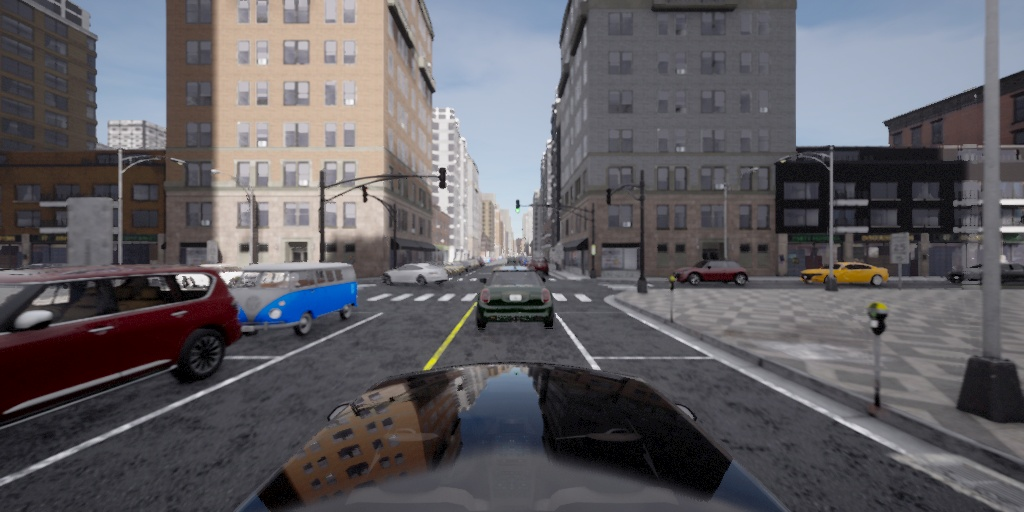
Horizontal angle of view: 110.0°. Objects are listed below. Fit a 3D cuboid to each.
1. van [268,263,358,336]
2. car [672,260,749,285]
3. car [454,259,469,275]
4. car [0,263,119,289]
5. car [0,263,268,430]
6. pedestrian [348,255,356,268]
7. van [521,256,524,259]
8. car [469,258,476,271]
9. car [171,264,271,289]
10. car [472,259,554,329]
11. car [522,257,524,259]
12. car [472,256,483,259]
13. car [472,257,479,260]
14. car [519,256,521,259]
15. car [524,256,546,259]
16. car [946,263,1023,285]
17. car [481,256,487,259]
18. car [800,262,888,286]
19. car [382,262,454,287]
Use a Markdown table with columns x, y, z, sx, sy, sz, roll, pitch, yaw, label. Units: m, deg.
| x | y | z | sx | sy | sz | roll | pitch | yaw | label |
| --- | --- | --- | --- | --- | --- | --- | --- | --- | --- |
| -5.857 | 1.083 | 10.060 | 1.690 | 1.789 | 3.998 | 0 | 0 | 0 | van |
| 13.460 | 1.045 | 24.599 | 4.553 | 1.767 | 2.097 | 0 | 0 | 1 | car |
| -5.856 | 1.190 | 36.908 | 1.751 | 1.417 | 4.829 | 0 | 0 | 0 | car |
| -27.752 | 1.188 | 22.024 | 4.902 | 1.511 | 2.128 | 0 | 0 | 1 | car |
| -5.858 | 1.063 | 4.419 | 2.192 | 1.841 | 5.009 | 0 | 0 | 0 | car |
| -12.550 | 0.829 | 28.026 | 0.375 | 1.860 | 0.375 | 0 | 0 | 1 | pedestrian |
| 2.670 | 0.948 | 54.021 | 1.690 | 1.789 | 3.998 | 0 | 0 | 0 | van |
| -5.856 | 1.212 | 42.733 | 1.948 | 1.339 | 4.313 | 0 | 0 | 0 | car |
| -17.629 | 1.221 | 21.866 | 4.674 | 1.442 | 1.812 | 0 | 0 | 1 | car |
| 0.028 | 1.092 | 11.399 | 2.097 | 1.767 | 4.553 | 0 | 0 | -2 | car |
| 2.670 | 1.172 | 48.363 | 1.888 | 1.381 | 4.507 | 0 | 0 | 0 | car |
| -5.856 | 1.133 | 53.873 | 1.751 | 1.417 | 4.829 | 0 | 0 | 0 | car |
| -5.856 | 1.152 | 48.218 | 1.751 | 1.417 | 4.829 | 0 | 0 | 0 | car |
| 2.671 | 1.093 | 65.504 | 1.751 | 1.417 | 4.829 | 0 | 0 | 0 | car |
| 2.670 | 0.979 | 37.050 | 2.192 | 1.841 | 5.009 | 0 | 0 | 0 | car |
| 32.598 | 1.210 | 24.292 | 4.892 | 1.490 | 1.837 | 0 | 0 | 1 | car |
| -5.856 | 0.903 | 59.698 | 2.192 | 1.841 | 5.009 | 0 | 0 | 0 | car |
| 22.527 | 1.175 | 24.453 | 5.008 | 1.535 | 1.882 | 0 | 0 | 1 | car |
| -6.472 | 1.218 | 23.795 | 4.674 | 1.442 | 1.812 | 0 | -1 | 26 | car |
